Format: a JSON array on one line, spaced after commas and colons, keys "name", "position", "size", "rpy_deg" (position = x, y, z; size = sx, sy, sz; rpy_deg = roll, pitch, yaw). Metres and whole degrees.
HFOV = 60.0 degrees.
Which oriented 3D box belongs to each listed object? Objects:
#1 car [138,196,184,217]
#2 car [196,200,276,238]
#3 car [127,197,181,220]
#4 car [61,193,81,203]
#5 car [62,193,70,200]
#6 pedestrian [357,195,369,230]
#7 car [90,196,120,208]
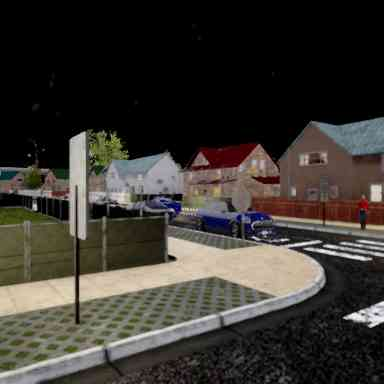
[{"name": "car", "position": [-2.840, 1.213, 29.654], "size": [1.882, 1.535, 5.008], "rpy_deg": [0, 1, -34]}, {"name": "car", "position": [2.109, 1.230, 16.933], "size": [2.097, 1.767, 4.553], "rpy_deg": [0, 1, -32]}, {"name": "car", "position": [-3.189, 1.328, 24.885], "size": [2.033, 1.411, 5.357], "rpy_deg": [0, 1, -34]}, {"name": "car", "position": [-20.080, 0.886, 55.044], "size": [1.882, 1.535, 5.008], "rpy_deg": [0, 1, -34]}, {"name": "car", "position": [-14.313, 1.135, 41.348], "size": [1.994, 1.385, 4.181], "rpy_deg": [0, 1, -34]}, {"name": "pedestrian", "position": [8.954, 1.042, 17.422], "size": [0.375, 1.860, 0.375], "rpy_deg": [1, 0, -34]}, {"name": "car", "position": [-8.712, 1.169, 33.043], "size": [2.128, 1.511, 4.902], "rpy_deg": [0, 1, -34]}]
